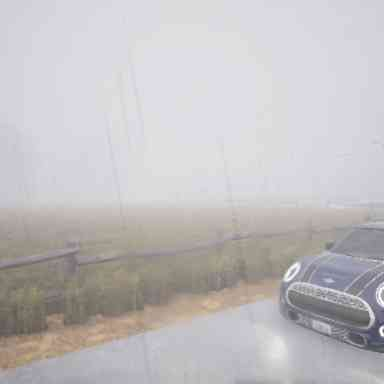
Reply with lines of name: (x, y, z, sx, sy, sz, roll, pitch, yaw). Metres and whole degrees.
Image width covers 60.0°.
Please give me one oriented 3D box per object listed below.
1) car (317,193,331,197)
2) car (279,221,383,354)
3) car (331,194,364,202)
car: (35.163, 1.108, 86.910, 1.932, 1.855, 4.605, 0, 0, -36)
car: (3.705, 1.364, 6.152, 4.553, 1.767, 2.097, 0, 0, -36)
car: (31.740, 1.312, 67.926, 2.242, 1.667, 4.611, 0, 0, -36)
